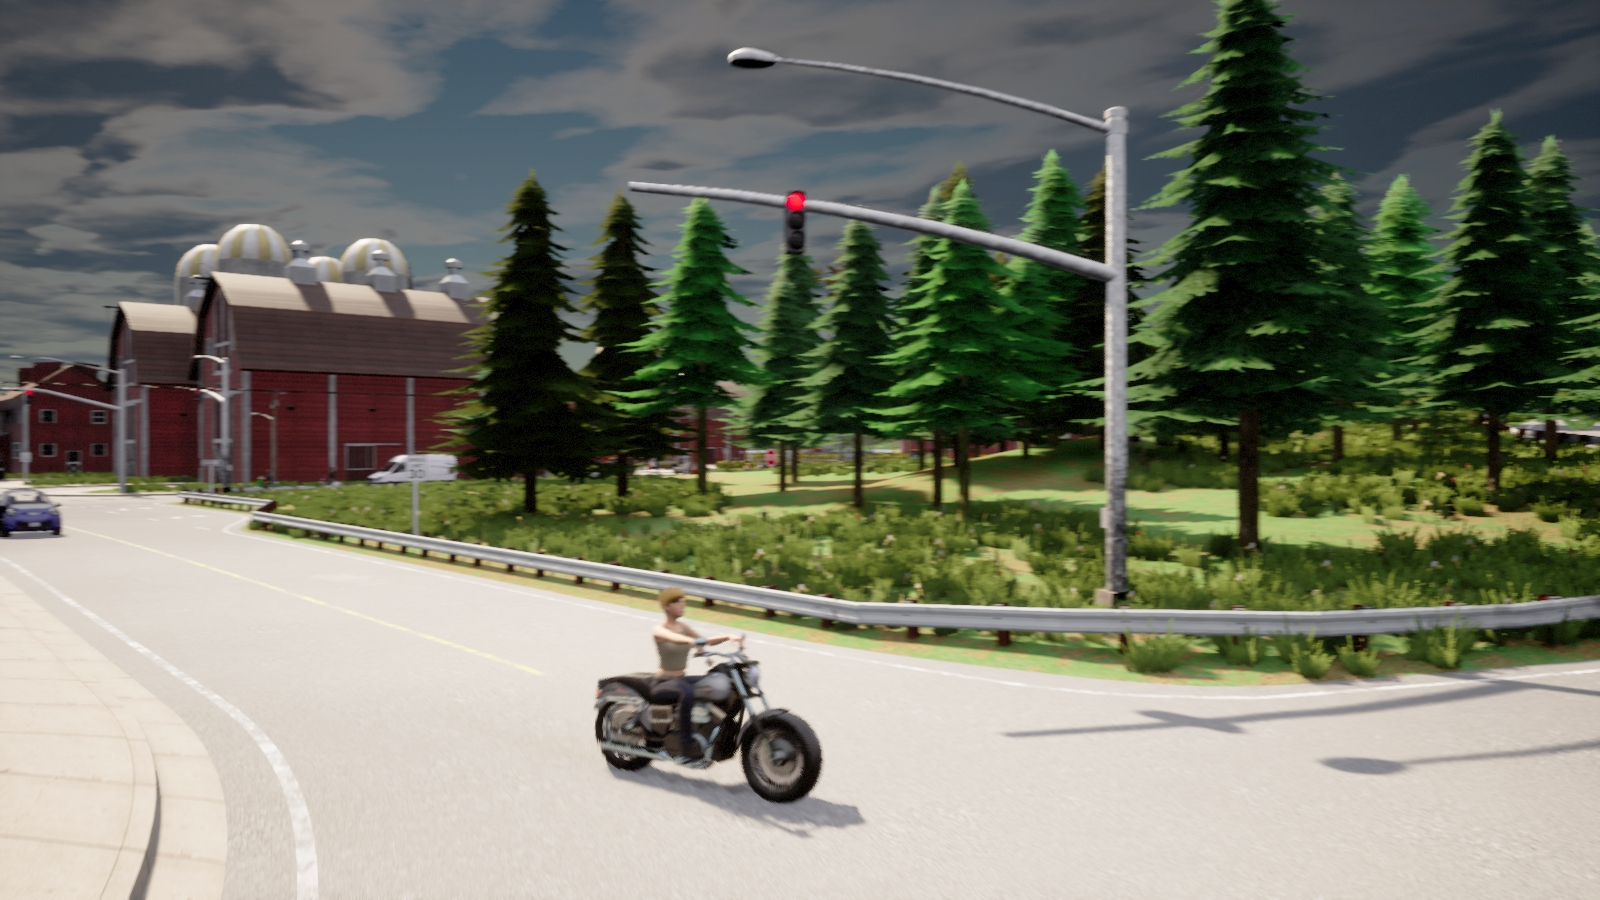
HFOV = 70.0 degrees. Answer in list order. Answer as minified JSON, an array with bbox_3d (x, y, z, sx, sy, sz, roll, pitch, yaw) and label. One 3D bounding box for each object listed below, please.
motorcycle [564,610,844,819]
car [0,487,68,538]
[{"bbox_3d":[-0.845,2.126,9.568,2.356,1.307,0.764,0,-2,34],"label":"motorcycle"},{"bbox_3d":[-25.929,2.058,38.275,1.845,1.501,3.633,0,0,-42],"label":"car"}]
